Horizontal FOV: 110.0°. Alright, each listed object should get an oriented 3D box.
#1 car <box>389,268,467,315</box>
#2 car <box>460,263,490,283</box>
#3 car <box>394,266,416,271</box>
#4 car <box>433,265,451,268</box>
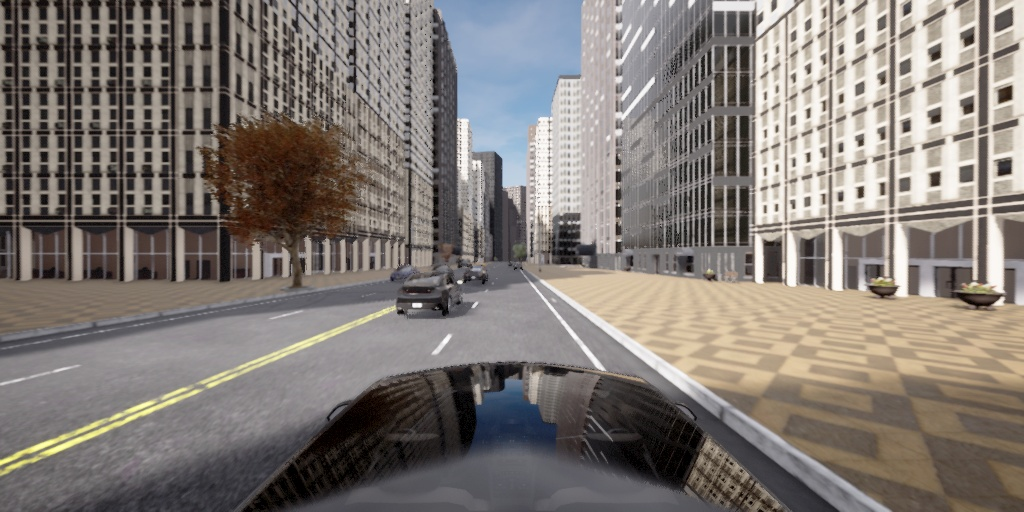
[{"bbox_3d":[-3.152,1.399,14.345,1.837,1.490,4.892,0,0,0],"label":"car"},{"bbox_3d":[-3.150,1.612,31.592,1.812,1.442,4.674,0,0,0],"label":"car"},{"bbox_3d":[-9.844,1.632,33.366,1.812,1.442,4.674,0,-1,0],"label":"car"},{"bbox_3d":[-6.592,1.613,33.531,1.837,1.490,4.892,0,-1,0],"label":"car"}]
